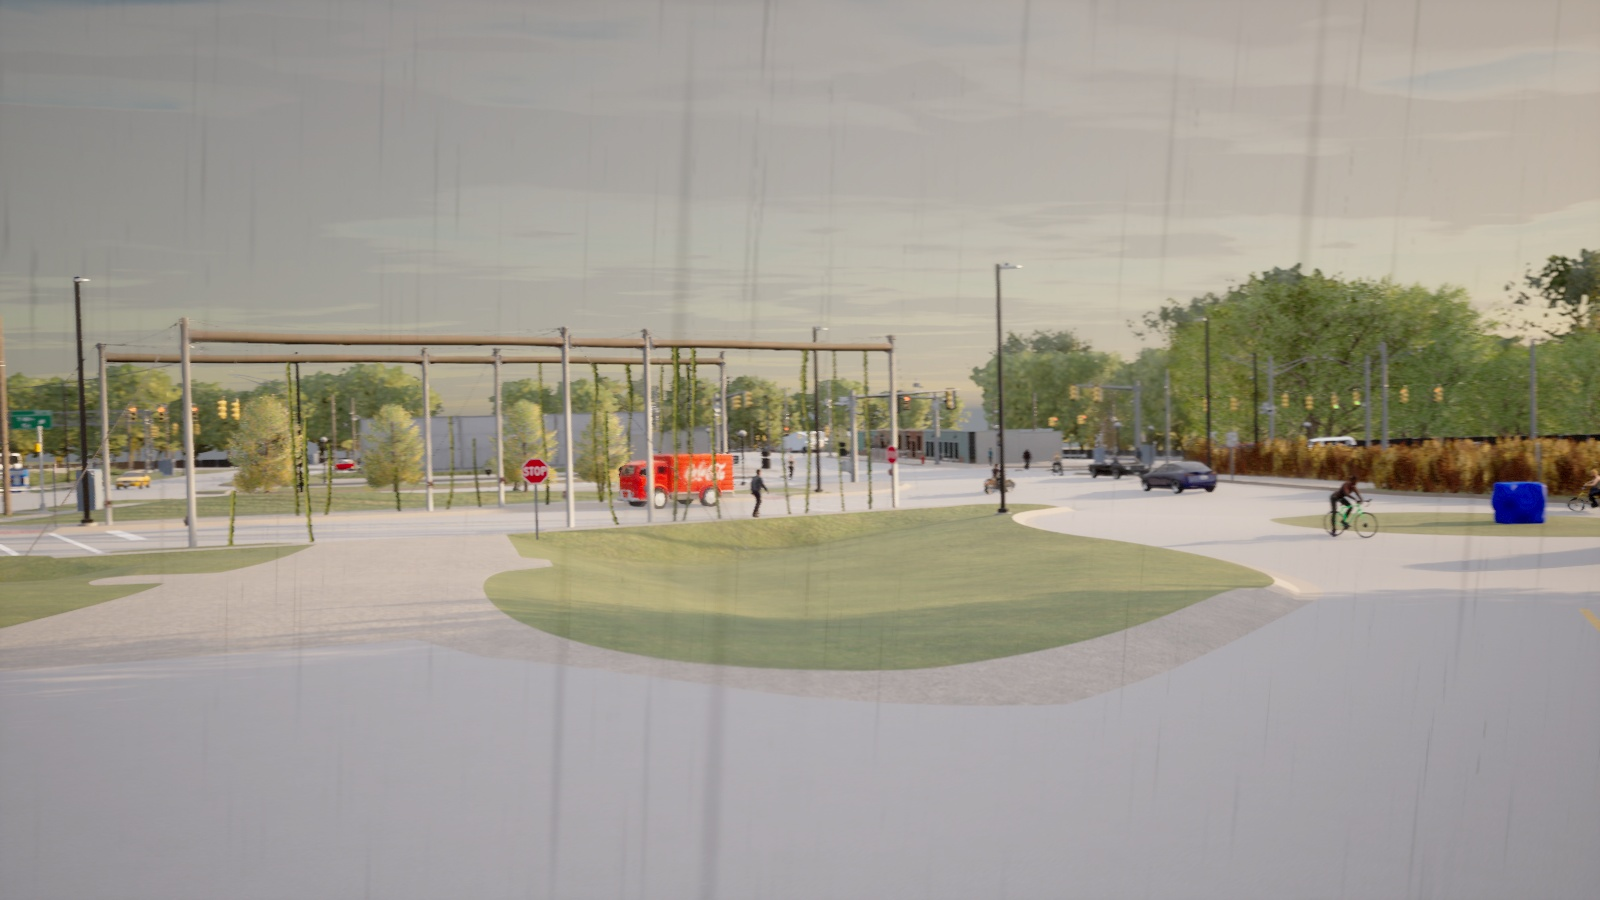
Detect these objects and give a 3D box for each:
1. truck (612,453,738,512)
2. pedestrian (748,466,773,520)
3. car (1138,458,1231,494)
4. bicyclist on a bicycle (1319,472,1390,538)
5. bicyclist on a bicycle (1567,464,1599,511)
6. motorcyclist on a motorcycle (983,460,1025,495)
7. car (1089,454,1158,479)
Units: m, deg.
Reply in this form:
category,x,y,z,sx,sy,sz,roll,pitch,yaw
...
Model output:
category,x,y,z,sx,sy,sz,roll,pitch,yaw
truck,-5.779,1.445,58.252,5.204,2.467,2.627,-1,1,-37
pedestrian,-1.449,1.573,46.422,0.788,1.949,0.423,-3,2,-41
car,18.642,1.215,61.167,2.163,1.488,4.792,-3,1,-13
bicyclist on a bicycle,14.372,1.409,32.595,0.582,1.620,1.656,-1,0,-27
bicyclist on a bicycle,28.847,1.373,45.618,1.509,1.612,0.866,1,4,43
motorcyclist on a motorcycle,10.497,1.403,64.557,2.350,1.649,0.766,-3,2,-42
car,19.120,0.948,74.434,1.895,1.301,4.718,-2,1,-14
